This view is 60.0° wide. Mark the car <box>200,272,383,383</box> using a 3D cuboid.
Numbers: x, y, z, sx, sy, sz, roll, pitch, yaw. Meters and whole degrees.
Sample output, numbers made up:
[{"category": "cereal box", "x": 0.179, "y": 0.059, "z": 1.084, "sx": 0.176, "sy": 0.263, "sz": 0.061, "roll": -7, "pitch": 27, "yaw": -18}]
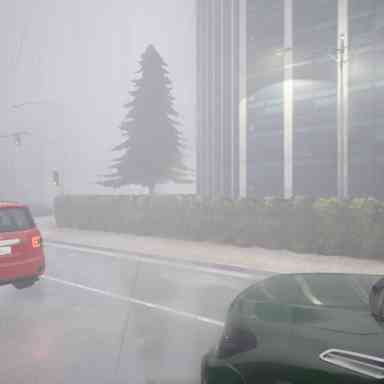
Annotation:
[{"category": "car", "x": 2.730, "y": 1.221, "z": 2.043, "sx": 5.566, "sy": 2.045, "sz": 2.150, "roll": 0, "pitch": 0, "yaw": 36}]

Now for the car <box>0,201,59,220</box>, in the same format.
[{"category": "car", "x": -14.085, "y": 1.564, "z": 29.050, "sx": 1.994, "sy": 1.385, "sz": 4.181, "roll": 0, "pitch": 0, "yaw": 36}]

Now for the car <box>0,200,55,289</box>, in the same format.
[{"category": "car", "x": -5.740, "y": 1.221, "z": 8.023, "sx": 5.566, "sy": 2.045, "sz": 2.150, "roll": 0, "pitch": 0, "yaw": 38}]

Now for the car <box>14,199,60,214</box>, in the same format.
[{"category": "car", "x": -17.178, "y": 1.564, "z": 37.017, "sx": 1.994, "sy": 1.385, "sz": 4.181, "roll": 0, "pitch": 0, "yaw": 36}]
